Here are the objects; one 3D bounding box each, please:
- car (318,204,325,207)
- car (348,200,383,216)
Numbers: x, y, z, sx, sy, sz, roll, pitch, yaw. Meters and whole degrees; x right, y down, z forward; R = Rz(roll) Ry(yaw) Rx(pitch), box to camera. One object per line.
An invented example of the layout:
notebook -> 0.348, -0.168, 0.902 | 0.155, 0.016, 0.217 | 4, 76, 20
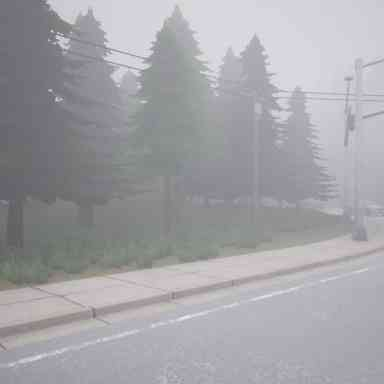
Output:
car -> 14.699, 1.509, 42.521 | 1.837, 1.490, 4.892 | 0, 0, -26
car -> 17.231, 1.529, 32.821 | 1.812, 1.442, 4.674 | 0, 0, -5
